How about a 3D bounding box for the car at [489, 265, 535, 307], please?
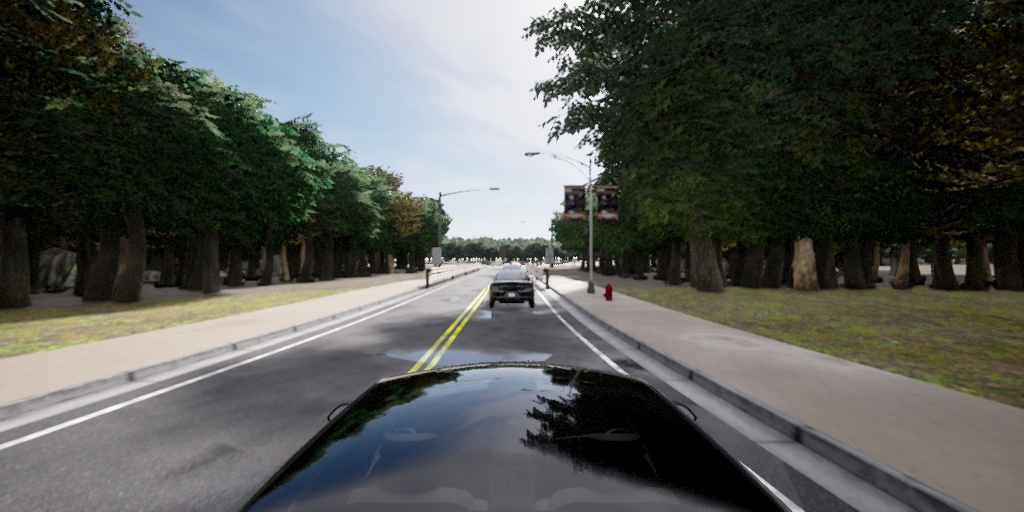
[{"bbox_3d":[-0.003,1.365,16.341,1.882,1.535,5.008,0,0,0],"label":"car"}]
